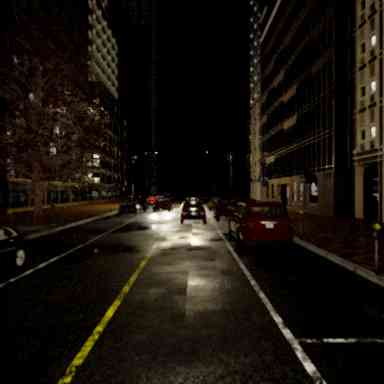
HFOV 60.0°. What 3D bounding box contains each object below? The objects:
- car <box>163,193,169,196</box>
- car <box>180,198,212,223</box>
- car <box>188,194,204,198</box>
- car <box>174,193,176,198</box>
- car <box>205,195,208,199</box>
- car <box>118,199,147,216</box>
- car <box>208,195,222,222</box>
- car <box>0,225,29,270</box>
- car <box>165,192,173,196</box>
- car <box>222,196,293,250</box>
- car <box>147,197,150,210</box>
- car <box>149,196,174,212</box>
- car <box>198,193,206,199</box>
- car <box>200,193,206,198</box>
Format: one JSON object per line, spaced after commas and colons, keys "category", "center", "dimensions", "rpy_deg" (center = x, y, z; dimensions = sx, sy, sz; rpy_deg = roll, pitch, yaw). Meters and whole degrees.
{"category": "car", "center": [-5.711, 1.264, 59.464], "dimensions": [2.008, 1.369, 4.403], "rpy_deg": [0, 0, 0]}
{"category": "car", "center": [0.089, 1.438, 24.247], "dimensions": [2.033, 1.411, 5.357], "rpy_deg": [0, 0, 0]}
{"category": "car", "center": [0.084, 1.355, 41.390], "dimensions": [2.033, 1.411, 5.357], "rpy_deg": [0, 0, 0]}
{"category": "car", "center": [-5.720, 1.173, 82.234], "dimensions": [1.802, 1.307, 4.206], "rpy_deg": [0, 0, 0]}
{"category": "car", "center": [2.679, 1.355, 36.856], "dimensions": [1.752, 1.417, 4.829], "rpy_deg": [0, 0, 0]}
{"category": "car", "center": [-5.699, 1.409, 31.004], "dimensions": [2.008, 1.369, 4.403], "rpy_deg": [0, 0, 0]}
{"category": "car", "center": [2.685, 1.201, 25.302], "dimensions": [2.192, 1.841, 5.009], "rpy_deg": [0, 0, 0]}
{"category": "car", "center": [-5.691, 1.514, 8.235], "dimensions": [2.008, 1.369, 4.403], "rpy_deg": [0, 0, 0]}
{"category": "car", "center": [-5.716, 1.198, 70.849], "dimensions": [1.887, 1.381, 4.507], "rpy_deg": [0, 0, 0]}
{"category": "car", "center": [2.689, 1.253, 13.917], "dimensions": [2.192, 1.841, 5.009], "rpy_deg": [0, 0, 0]}
{"category": "car", "center": [-5.702, 1.396, 36.696], "dimensions": [1.947, 1.339, 4.313], "rpy_deg": [0, 0, 0]}
{"category": "car", "center": [-3.112, 1.437, 35.496], "dimensions": [1.895, 1.301, 4.718], "rpy_deg": [0, 0, 0]}
{"category": "car", "center": [2.659, 0.999, 87.913], "dimensions": [1.967, 1.590, 4.097], "rpy_deg": [0, 0, 0]}
{"category": "car", "center": [2.667, 1.250, 65.147], "dimensions": [1.947, 1.339, 4.313], "rpy_deg": [0, 0, 0]}
